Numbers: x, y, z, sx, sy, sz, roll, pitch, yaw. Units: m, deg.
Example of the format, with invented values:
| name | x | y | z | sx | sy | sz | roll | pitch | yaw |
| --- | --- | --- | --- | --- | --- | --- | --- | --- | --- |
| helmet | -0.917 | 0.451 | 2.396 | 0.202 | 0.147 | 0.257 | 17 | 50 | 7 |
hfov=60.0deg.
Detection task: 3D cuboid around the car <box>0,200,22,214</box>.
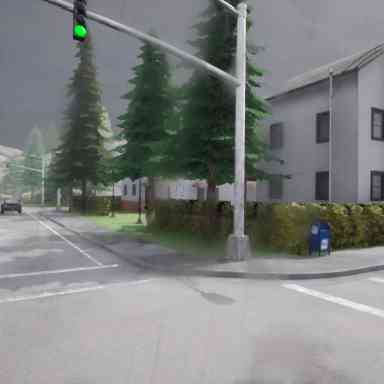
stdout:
| name | x | y | z | sx | sy | sz | roll | pitch | yaw |
| --- | --- | --- | --- | --- | --- | --- | --- | --- | --- |
| car | -20.474 | 1.658 | 37.694 | 1.837 | 1.490 | 4.892 | 1 | -1 | -32 |
